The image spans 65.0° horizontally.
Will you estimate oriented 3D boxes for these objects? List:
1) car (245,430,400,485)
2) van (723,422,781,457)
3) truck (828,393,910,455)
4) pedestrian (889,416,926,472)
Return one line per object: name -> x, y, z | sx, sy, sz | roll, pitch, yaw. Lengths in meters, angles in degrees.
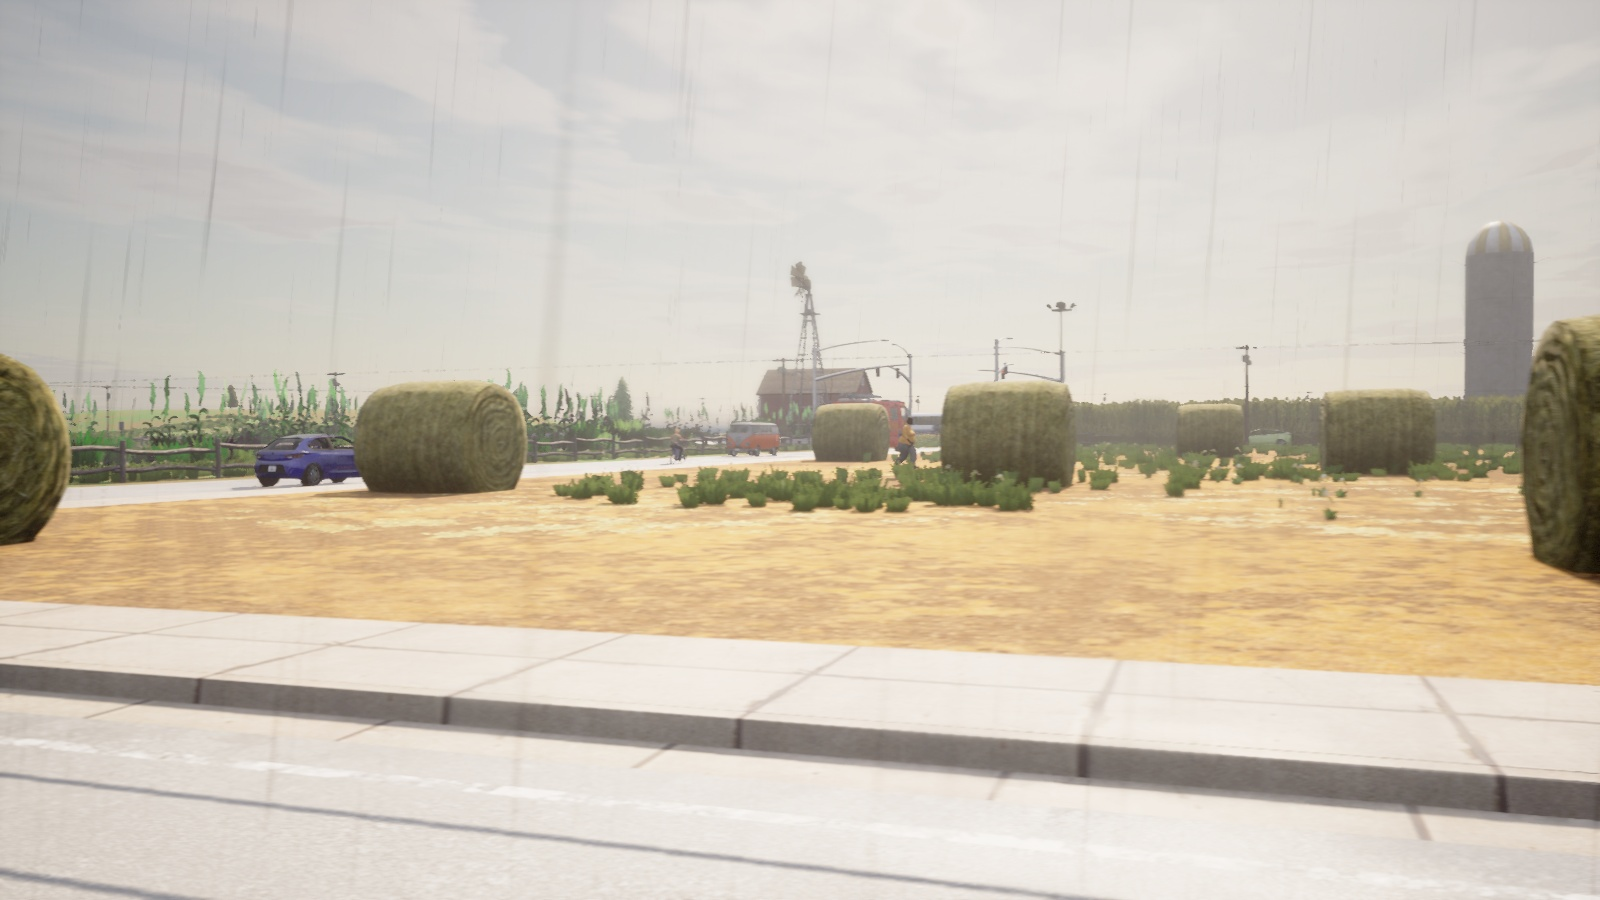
car -> -13.635, 0.175, 36.133 | 1.816, 1.474, 4.193 | 1, 1, 21
van -> -2.771, -0.642, 73.463 | 1.775, 1.987, 4.442 | 1, 1, 21
truck -> 4.665, -1.682, 82.806 | 2.891, 3.827, 8.468 | 1, 1, 22
pedestrian -> 3.590, -0.215, 41.850 | 0.900, 1.855, 0.874 | 1, 1, 34
